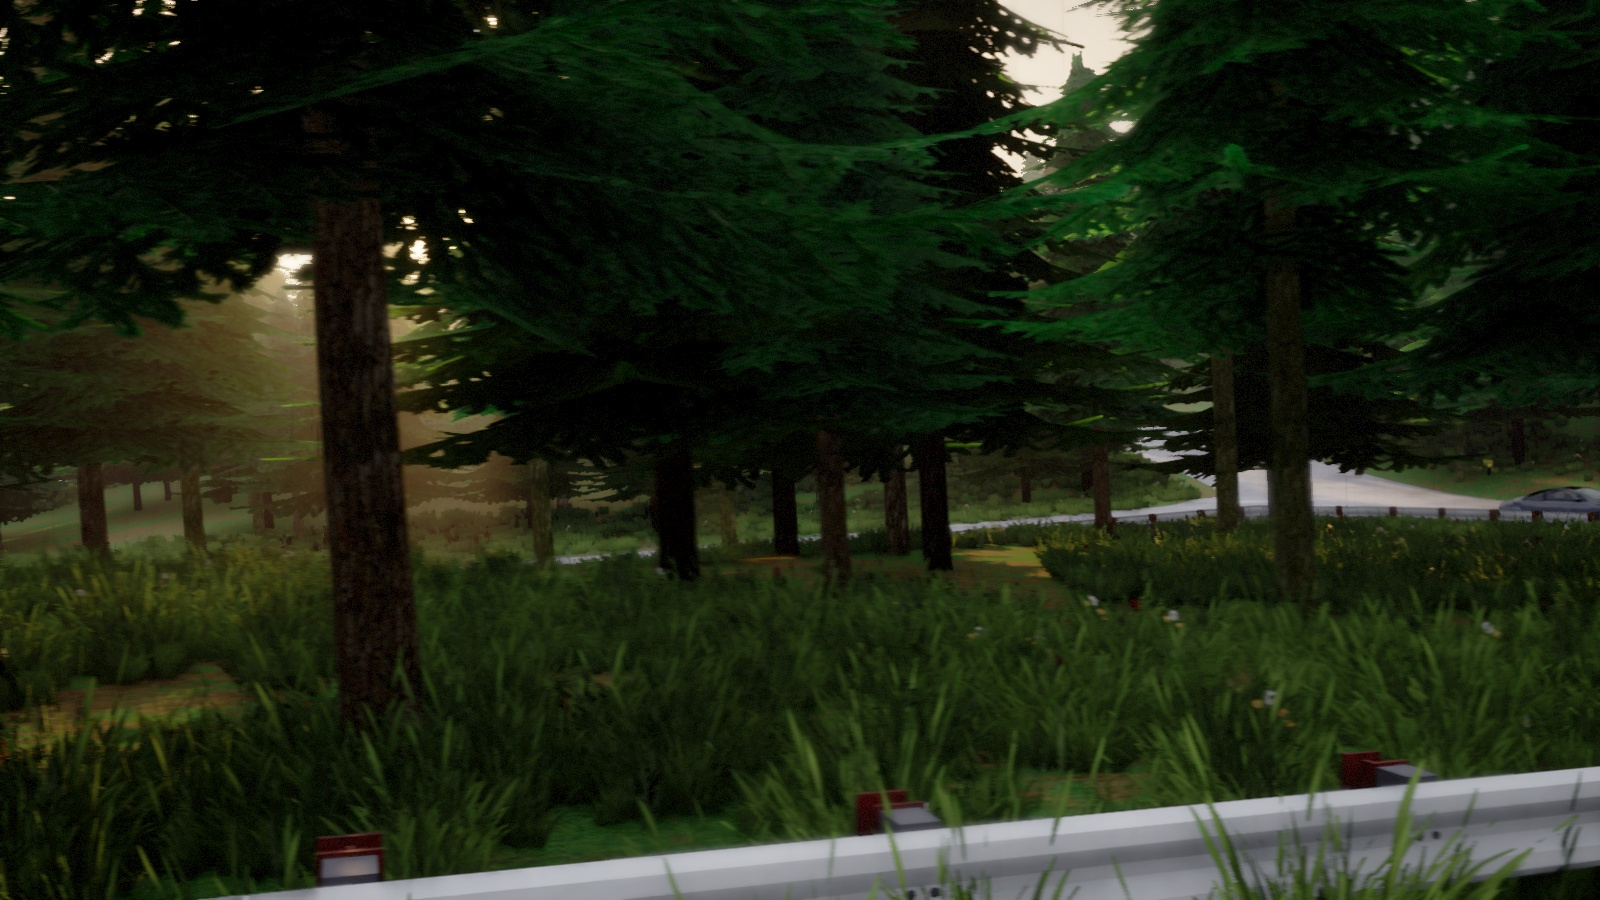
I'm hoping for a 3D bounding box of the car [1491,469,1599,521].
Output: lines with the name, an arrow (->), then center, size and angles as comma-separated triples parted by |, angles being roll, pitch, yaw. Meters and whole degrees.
car -> 22.858, 1.289, 36.686 | 1.994, 1.385, 4.181 | -3, 0, -32
